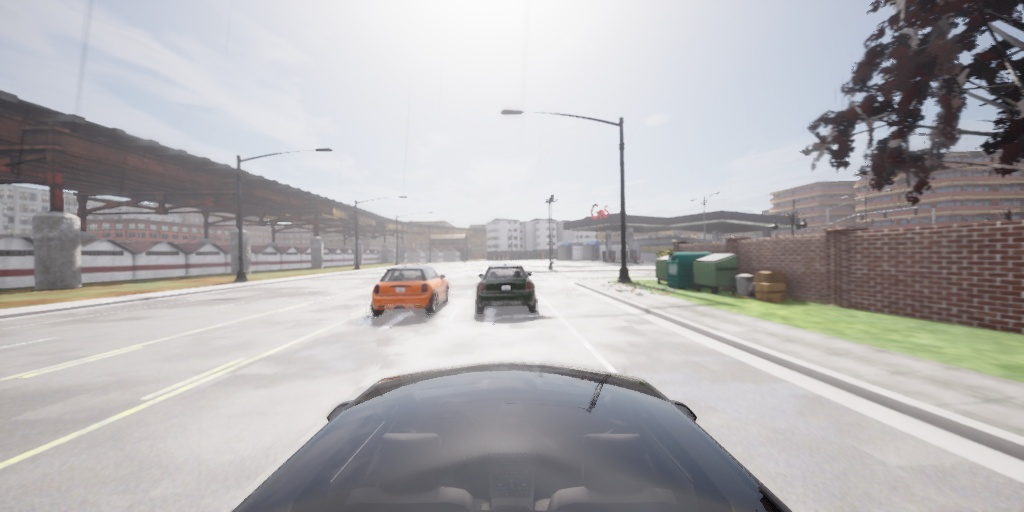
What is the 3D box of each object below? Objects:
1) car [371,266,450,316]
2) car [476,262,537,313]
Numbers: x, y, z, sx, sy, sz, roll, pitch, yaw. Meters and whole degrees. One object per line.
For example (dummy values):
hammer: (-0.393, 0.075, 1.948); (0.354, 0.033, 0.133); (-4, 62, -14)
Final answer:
car: (-3.748, 1.146, 13.995); (2.097, 1.767, 4.553); (-1, 0, -2)
car: (-0.252, 1.077, 14.130); (2.097, 1.767, 4.553); (-1, 0, -2)
